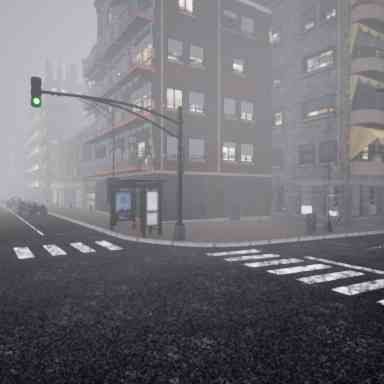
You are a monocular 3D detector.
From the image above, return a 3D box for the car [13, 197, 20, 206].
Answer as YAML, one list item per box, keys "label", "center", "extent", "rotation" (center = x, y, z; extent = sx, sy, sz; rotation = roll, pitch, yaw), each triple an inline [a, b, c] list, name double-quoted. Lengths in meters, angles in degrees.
- label: "car"
  center: [-16.911, 1.540, 34.294]
  extent: [1.887, 1.381, 4.507]
  rotation: [0, 0, -32]

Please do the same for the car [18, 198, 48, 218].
- label: "car"
  center: [-13.933, 1.546, 29.507]
  extent: [2.008, 1.369, 4.403]
  rotation: [0, 0, -32]

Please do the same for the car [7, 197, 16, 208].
- label: "car"
  center: [-25.847, 1.433, 48.658]
  extent: [1.967, 1.590, 4.097]
  rotation: [0, 0, -32]
